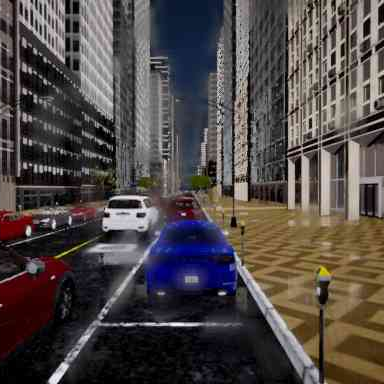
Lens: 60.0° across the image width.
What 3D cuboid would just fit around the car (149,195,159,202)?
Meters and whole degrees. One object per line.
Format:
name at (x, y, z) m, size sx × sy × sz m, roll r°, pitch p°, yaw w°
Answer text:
car at (-8.844, 1.509, 77.339) m, size 1.752 × 1.417 × 4.829 m, roll -1°, pitch 0°, yaw 0°

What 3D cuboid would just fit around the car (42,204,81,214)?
car at (-8.844, 1.547, 20.672) m, size 2.008 × 1.369 × 4.403 m, roll -1°, pitch 0°, yaw 0°

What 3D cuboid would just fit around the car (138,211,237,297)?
car at (-0.006, 1.476, 8.652) m, size 1.882 × 1.535 × 5.008 m, roll 0°, pitch 0°, yaw 0°

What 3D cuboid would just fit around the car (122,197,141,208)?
car at (-8.843, 1.541, 49.090) m, size 2.008 × 1.369 × 4.403 m, roll -1°, pitch 0°, yaw 0°

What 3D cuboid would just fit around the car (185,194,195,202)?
car at (-0.465, 1.298, 77.509) m, size 2.192 × 1.841 × 5.009 m, roll -1°, pitch 0°, yaw 0°

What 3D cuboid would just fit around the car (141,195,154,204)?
car at (-8.845, 1.426, 66.141) m, size 1.967 × 1.590 × 4.097 m, roll -1°, pitch 0°, yaw 0°

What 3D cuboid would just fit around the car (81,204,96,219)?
car at (-8.843, 1.577, 26.356) m, size 1.802 × 1.307 × 4.206 m, roll -1°, pitch 0°, yaw 0°

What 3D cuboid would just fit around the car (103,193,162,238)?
car at (-3.108, 1.220, 17.773) m, size 2.150 × 2.045 × 5.566 m, roll 0°, pitch 0°, yaw 1°

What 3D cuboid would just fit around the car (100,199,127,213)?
car at (-8.844, 1.544, 37.723) m, size 2.008 × 1.369 × 4.403 m, roll -1°, pitch 0°, yaw 0°

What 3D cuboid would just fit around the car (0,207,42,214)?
car at (-8.843, 1.542, 14.989) m, size 1.887 × 1.381 × 4.507 m, roll -1°, pitch 0°, yaw 0°

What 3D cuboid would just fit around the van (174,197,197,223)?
van at (-0.465, 1.336, 26.356) m, size 1.690 × 1.788 × 3.998 m, roll -1°, pitch 0°, yaw 0°

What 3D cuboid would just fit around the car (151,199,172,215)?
car at (-3.095, 1.519, 34.558) m, size 1.812 × 1.442 × 4.674 m, roll 0°, pitch 0°, yaw 0°

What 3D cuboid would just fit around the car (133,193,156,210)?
car at (-6.177, 1.215, 43.893) m, size 2.150 × 2.045 × 5.566 m, roll 0°, pitch 0°, yaw 0°

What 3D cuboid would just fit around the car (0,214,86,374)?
car at (-3.146, 1.351, 4.180) m, size 2.097 × 1.767 × 4.553 m, roll 0°, pitch 0°, yaw 0°

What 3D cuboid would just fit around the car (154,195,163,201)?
car at (-8.844, 1.545, 88.876) m, size 1.947 × 1.339 × 4.313 m, roll -1°, pitch 0°, yaw 0°

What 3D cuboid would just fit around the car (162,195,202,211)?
car at (-0.465, 1.311, 20.672) m, size 2.192 × 1.841 × 5.009 m, roll -1°, pitch 0°, yaw 0°

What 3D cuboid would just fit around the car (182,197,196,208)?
car at (-0.463, 1.541, 49.090) m, size 2.008 × 1.369 × 4.403 m, roll -1°, pitch 0°, yaw 0°
